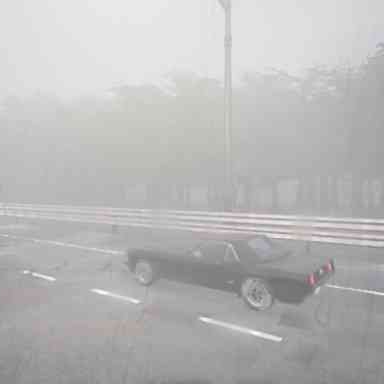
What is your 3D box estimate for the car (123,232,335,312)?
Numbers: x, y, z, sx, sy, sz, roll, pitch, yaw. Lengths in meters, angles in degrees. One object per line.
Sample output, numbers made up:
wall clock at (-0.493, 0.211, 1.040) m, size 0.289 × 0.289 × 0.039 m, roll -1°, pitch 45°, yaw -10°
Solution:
car at (0.616, 1.603, 7.727) m, size 4.718 × 1.301 × 1.895 m, roll 0°, pitch 0°, yaw 36°
